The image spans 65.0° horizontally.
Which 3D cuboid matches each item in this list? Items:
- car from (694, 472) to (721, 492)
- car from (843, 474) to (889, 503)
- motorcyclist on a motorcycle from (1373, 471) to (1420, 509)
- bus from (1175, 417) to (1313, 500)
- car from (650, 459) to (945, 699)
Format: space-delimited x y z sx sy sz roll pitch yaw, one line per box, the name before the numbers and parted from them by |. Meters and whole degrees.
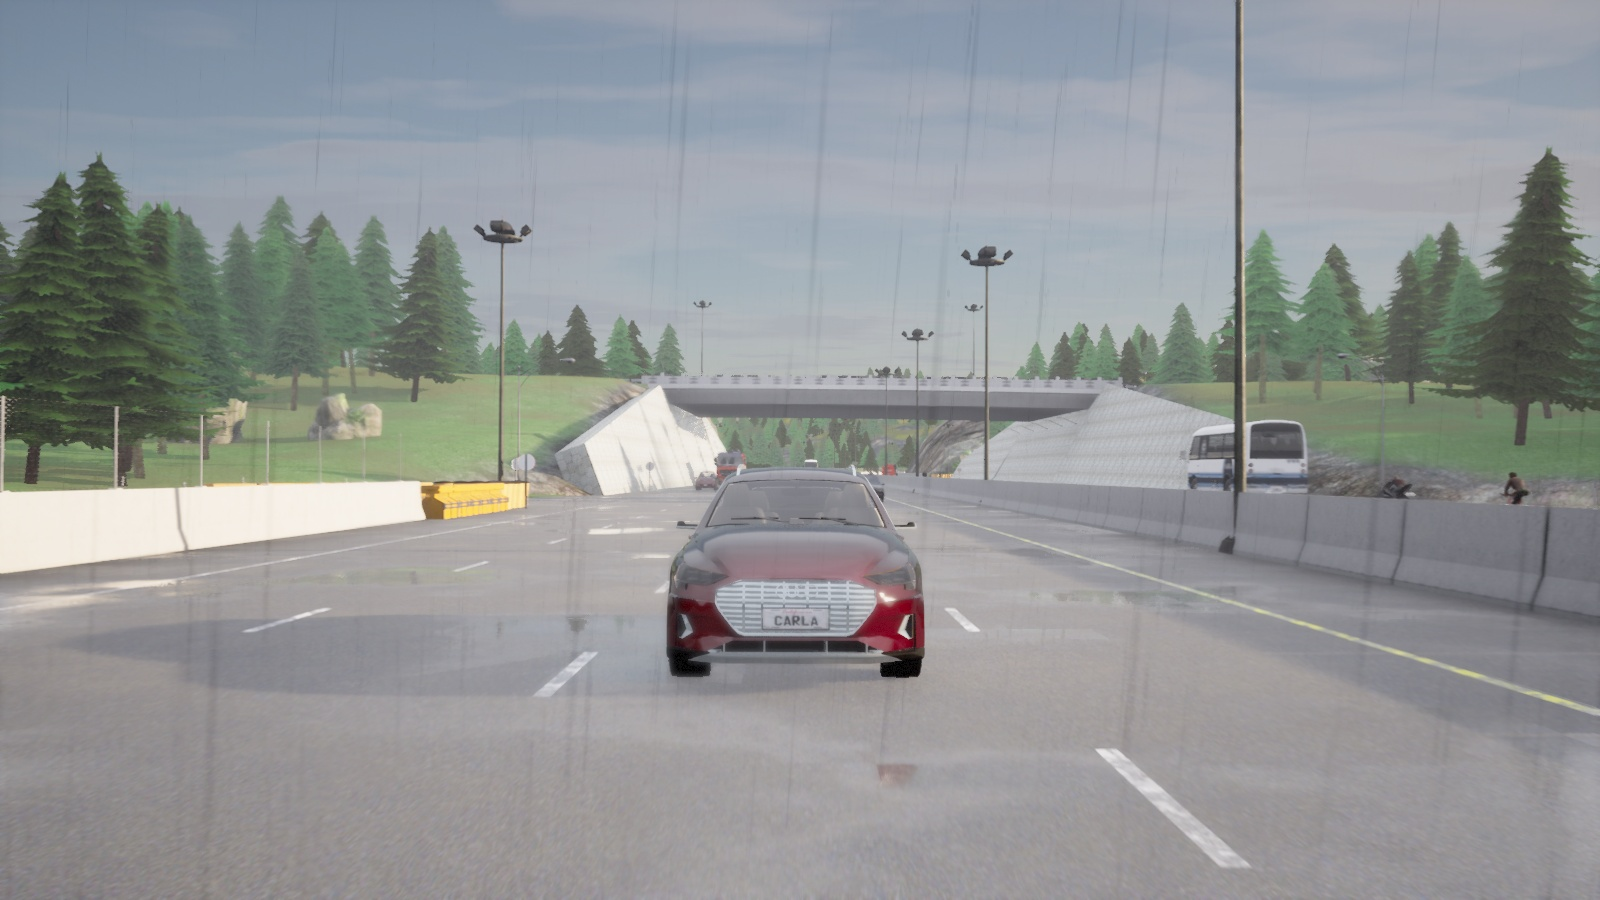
car | -7.238 2.500 98.130 1.845 1.501 3.633 0 -1 0
car | 3.344 1.928 64.490 2.033 1.411 5.357 0 -1 0
motorcyclist on a motorcycle | 24.375 1.612 51.355 0.866 1.530 2.191 0 -1 0
bus | 24.326 0.506 69.599 3.944 4.253 10.273 0 -1 0
car | -0.027 0.931 11.107 2.033 1.649 4.856 0 -1 0
